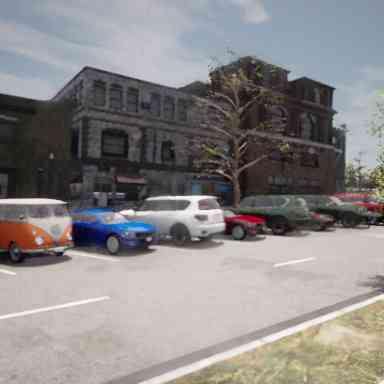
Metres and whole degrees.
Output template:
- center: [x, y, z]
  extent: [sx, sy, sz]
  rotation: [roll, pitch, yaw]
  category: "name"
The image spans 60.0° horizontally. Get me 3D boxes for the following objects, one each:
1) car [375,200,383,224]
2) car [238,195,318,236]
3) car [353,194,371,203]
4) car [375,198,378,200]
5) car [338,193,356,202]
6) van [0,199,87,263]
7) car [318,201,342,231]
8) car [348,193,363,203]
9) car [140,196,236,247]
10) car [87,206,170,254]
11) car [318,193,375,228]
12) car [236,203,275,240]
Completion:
- center: [11.143, 1.506, 23.825]
  extent: [4.792, 1.488, 2.163]
  rotation: [-1, -1, 35]
  category: "car"
- center: [3.732, 1.220, 18.640]
  extent: [5.566, 2.045, 2.435]
  rotation: [-1, -1, 35]
  category: "car"
- center: [31.198, 1.169, 60.820]
  extent: [2.231, 1.521, 4.892]
  rotation: [0, -1, 36]
  category: "car"
- center: [13.598, 1.228, 25.568]
  extent: [5.566, 2.045, 2.435]
  rotation: [-1, -1, 35]
  category: "car"
- center: [29.506, 1.043, 63.238]
  extent: [2.185, 1.767, 4.553]
  rotation: [0, -1, 36]
  category: "car"
- center: [-5.952, 1.234, 11.614]
  extent: [4.442, 1.987, 1.878]
  rotation: [-1, -1, 35]
  category: "van"
- center: [6.238, 1.502, 20.349]
  extent: [4.792, 1.488, 2.163]
  rotation: [-1, -1, 35]
  category: "car"
- center: [39.040, 1.441, 79.285]
  extent: [2.435, 2.045, 5.566]
  rotation: [1, -2, 35]
  category: "car"
- center: [-1.170, 1.215, 15.166]
  extent: [5.566, 2.045, 2.435]
  rotation: [-1, -1, 35]
  category: "car"
- center: [-3.597, 1.464, 13.416]
  extent: [5.008, 1.535, 2.097]
  rotation: [-1, -1, 35]
  category: "car"
- center: [8.689, 1.223, 22.093]
  extent: [5.566, 2.045, 2.435]
  rotation: [-1, -1, 35]
  category: "car"
- center: [1.307, 1.468, 16.892]
  extent: [5.008, 1.535, 2.097]
  rotation: [-1, -1, 35]
  category: "car"
